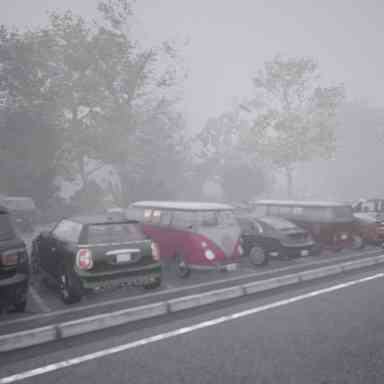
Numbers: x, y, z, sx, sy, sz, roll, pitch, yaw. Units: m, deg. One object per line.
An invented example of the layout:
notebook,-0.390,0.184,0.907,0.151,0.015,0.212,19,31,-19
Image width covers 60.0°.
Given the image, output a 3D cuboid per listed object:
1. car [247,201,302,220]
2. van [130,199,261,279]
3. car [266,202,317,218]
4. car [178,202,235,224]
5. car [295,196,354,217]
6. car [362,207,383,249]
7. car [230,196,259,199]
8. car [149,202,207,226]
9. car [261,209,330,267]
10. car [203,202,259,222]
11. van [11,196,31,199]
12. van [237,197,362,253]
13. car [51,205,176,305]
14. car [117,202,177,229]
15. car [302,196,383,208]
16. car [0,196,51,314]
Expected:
car,7.849,1.684,32.112,2.097,1.535,5.008,1,0,-36
van,-0.292,1.286,10.084,1.878,1.987,4.442,1,0,-36
car,10.012,1.751,33.661,2.002,1.452,4.674,1,0,-36
car,1.066,1.637,27.235,2.163,1.488,4.792,1,0,-36
car,14.560,1.523,36.881,2.435,2.045,5.566,1,0,-36
car,6.486,1.583,15.061,2.097,1.535,5.008,1,0,-36
car,5.597,1.405,30.475,2.435,2.045,5.566,1,0,-36
car,-1.213,1.584,25.635,2.097,1.535,5.008,1,0,-36
car,1.925,1.537,11.802,2.231,1.521,4.892,1,0,-36
car,3.298,1.661,28.901,2.163,1.488,4.792,1,0,-36
van,-10.351,1.263,19.259,1.878,1.987,4.442,1,0,-35
van,4.136,1.333,13.531,1.878,1.987,4.442,1,0,-36
car,-2.624,1.362,8.523,2.185,1.767,4.553,1,0,-36
car,-3.376,1.557,23.869,1.946,1.575,5.366,1,0,-36
car,8.749,1.355,16.720,2.435,2.045,5.566,1,0,-36
car,-4.938,1.216,6.946,2.435,2.045,5.566,1,0,-35
